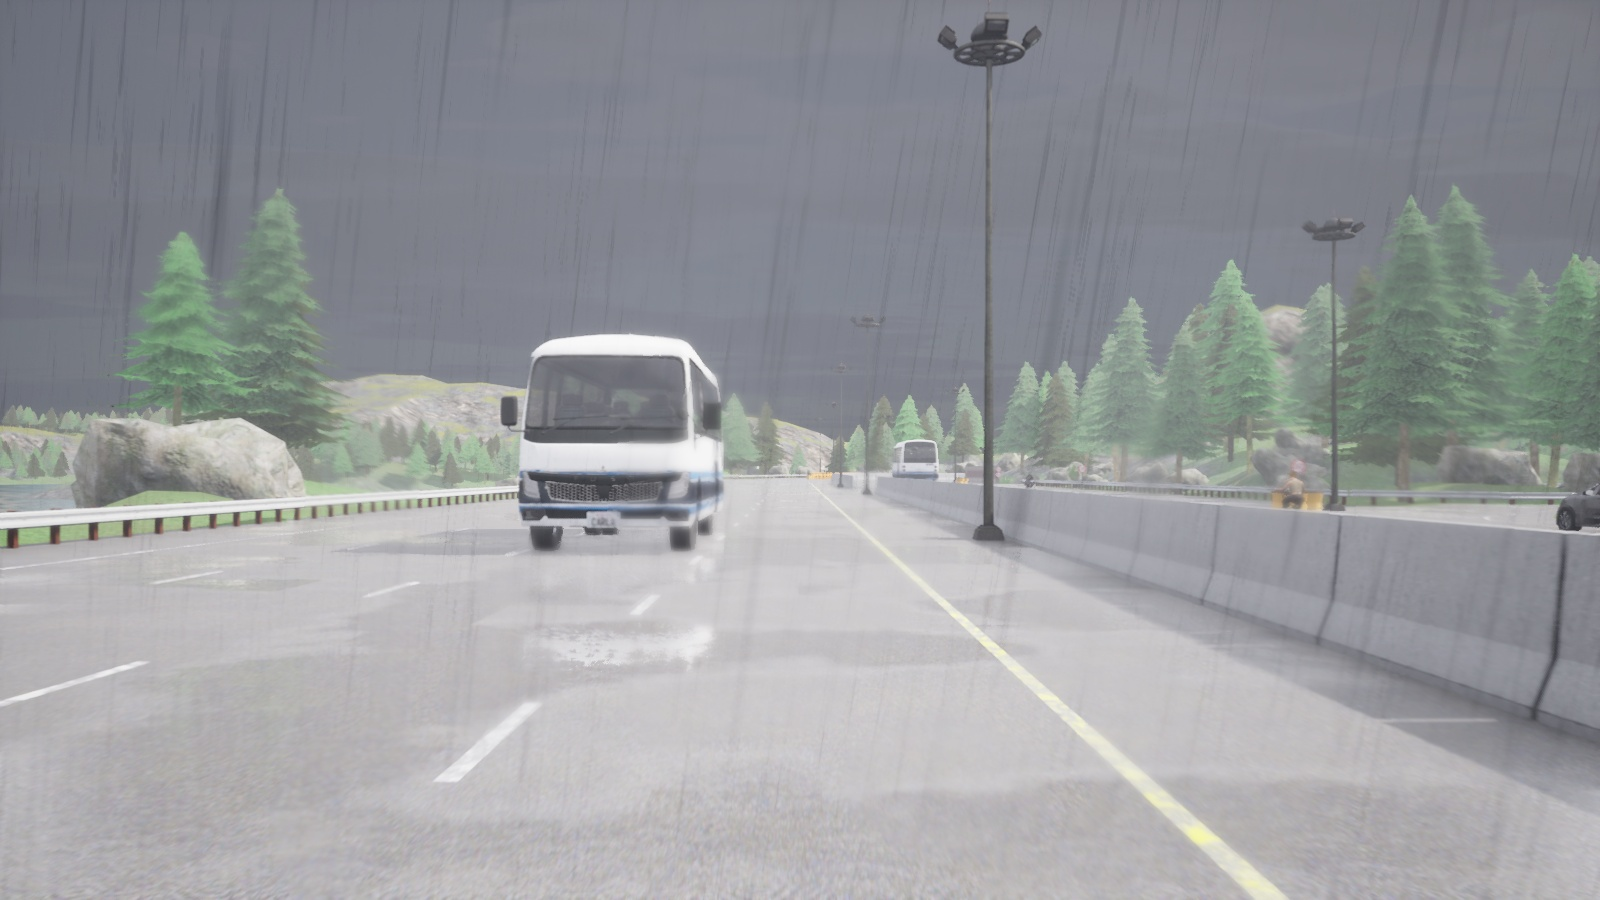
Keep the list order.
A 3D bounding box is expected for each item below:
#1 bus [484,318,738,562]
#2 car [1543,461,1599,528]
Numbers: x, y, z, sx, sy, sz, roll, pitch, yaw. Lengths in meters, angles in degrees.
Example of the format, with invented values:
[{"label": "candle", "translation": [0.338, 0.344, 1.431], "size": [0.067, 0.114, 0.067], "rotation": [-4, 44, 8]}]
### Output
[{"label": "bus", "translation": [-3.569, -0.093, 27.141], "size": [3.944, 4.253, 10.273], "rotation": [0, -1, 0]}, {"label": "car", "translation": [20.929, 1.096, 31.116], "size": [2.242, 1.667, 4.611], "rotation": [0, -1, 0]}]
